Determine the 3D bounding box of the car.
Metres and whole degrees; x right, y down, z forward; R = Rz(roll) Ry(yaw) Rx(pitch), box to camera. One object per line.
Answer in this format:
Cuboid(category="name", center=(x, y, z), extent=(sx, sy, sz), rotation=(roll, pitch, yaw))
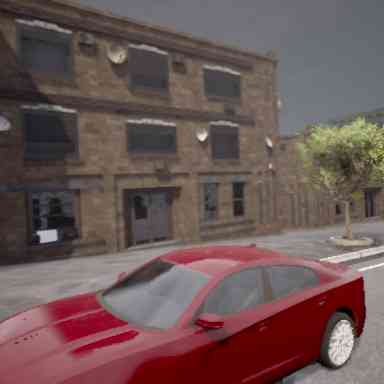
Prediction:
Cuboid(category="car", center=(0.171, 1.473, 4.113), extent=(5.008, 1.535, 1.882), rotation=(0, 0, -35))
